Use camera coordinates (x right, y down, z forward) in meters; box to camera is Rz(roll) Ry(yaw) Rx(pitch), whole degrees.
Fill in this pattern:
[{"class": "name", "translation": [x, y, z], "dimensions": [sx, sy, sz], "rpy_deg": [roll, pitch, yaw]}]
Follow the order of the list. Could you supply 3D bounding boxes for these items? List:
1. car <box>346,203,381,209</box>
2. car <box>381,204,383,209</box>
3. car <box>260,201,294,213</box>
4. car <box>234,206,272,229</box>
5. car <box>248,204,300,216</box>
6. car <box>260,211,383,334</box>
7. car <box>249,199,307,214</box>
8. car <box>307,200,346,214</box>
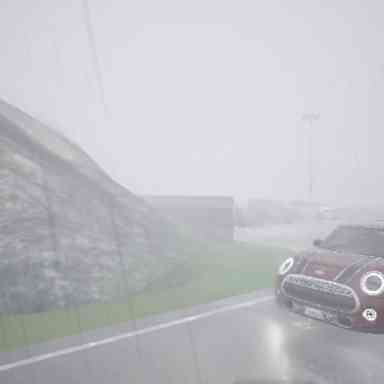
[{"class": "car", "translation": [23.144, 2.269, 46.271], "dimensions": [1.812, 1.442, 4.674], "rpy_deg": [1, 0, -36]}, {"class": "car", "translation": [27.049, 2.344, 46.830], "dimensions": [1.994, 1.385, 4.181], "rpy_deg": [1, -1, -36]}, {"class": "car", "translation": [12.478, 2.180, 49.126], "dimensions": [1.837, 1.490, 4.892], "rpy_deg": [1, -1, -36]}, {"class": "car", "translation": [3.568, 1.983, 25.180], "dimensions": [1.994, 1.385, 4.181], "rpy_deg": [1, -1, -36]}, {"class": "car", "translation": [6.201, 1.985, 27.540], "dimensions": [1.812, 1.442, 4.674], "rpy_deg": [1, -1, -36]}, {"class": "car", "translation": [3.772, 1.430, 6.946], "dimensions": [4.553, 1.767, 2.097], "rpy_deg": [1, 0, -39]}, {"class": "car", "translation": [7.618, 1.723, 31.549], "dimensions": [2.150, 2.045, 5.566], "rpy_deg": [1, -1, -36]}, {"class": "car", "translation": [11.417, 1.760, 32.258], "dimensions": [2.150, 2.045, 5.566], "rpy_deg": [1, -1, -36]}]
